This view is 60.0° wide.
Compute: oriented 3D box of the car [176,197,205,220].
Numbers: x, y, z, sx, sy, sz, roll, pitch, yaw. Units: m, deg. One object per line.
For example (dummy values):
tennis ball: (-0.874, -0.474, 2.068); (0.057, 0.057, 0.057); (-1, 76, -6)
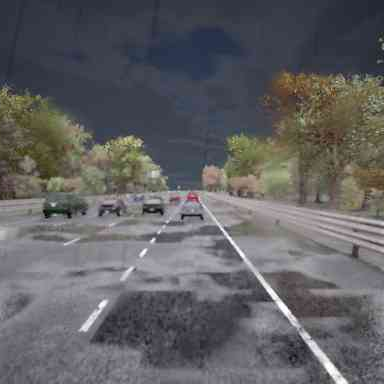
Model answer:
car: (0.024, 1.416, 26.885); (2.033, 1.411, 5.357); (0, 0, 1)

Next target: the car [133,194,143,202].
car: (-10.341, 1.214, 65.572); (1.812, 1.442, 4.674); (0, 0, 0)

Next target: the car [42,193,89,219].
car: (-10.465, 1.087, 27.859); (2.150, 2.045, 5.566); (0, 1, 1)

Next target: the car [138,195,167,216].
car: (-3.438, 1.326, 31.033); (1.882, 1.535, 5.008); (0, 1, 0)

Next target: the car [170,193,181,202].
car: (-3.318, 1.034, 67.058); (2.097, 1.767, 4.553); (0, 1, 1)

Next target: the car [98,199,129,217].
car: (-6.946, 1.361, 29.690); (1.837, 1.490, 4.892); (0, 1, 1)

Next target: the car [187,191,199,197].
car: (0.163, 0.901, 66.440); (2.150, 2.045, 5.566); (0, 0, 1)
